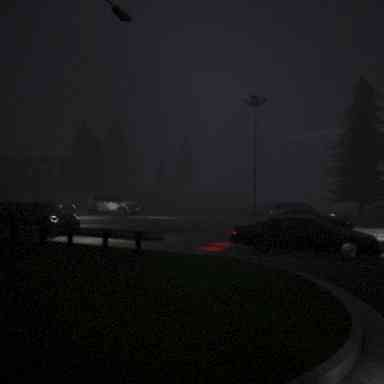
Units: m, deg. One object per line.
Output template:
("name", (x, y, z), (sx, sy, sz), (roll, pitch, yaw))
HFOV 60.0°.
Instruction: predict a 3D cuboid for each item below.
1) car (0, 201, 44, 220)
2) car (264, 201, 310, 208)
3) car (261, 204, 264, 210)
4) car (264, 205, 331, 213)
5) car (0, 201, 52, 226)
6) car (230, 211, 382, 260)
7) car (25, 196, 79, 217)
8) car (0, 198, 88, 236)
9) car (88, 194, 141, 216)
("car", (-15.023, 1.520, 28.380), (4.181, 1.385, 1.994), (1, 0, 22))
("car", (7.623, 1.529, 22.848), (4.553, 1.767, 2.097), (1, 0, 22))
("car", (11.326, 1.851, 43.146), (5.357, 1.411, 2.033), (1, 0, -34))
("car", (6.881, 1.680, 19.367), (4.674, 1.442, 1.812), (0, 0, 22))
("car", (-12.545, 1.440, 23.576), (5.008, 1.535, 1.882), (0, 0, 22))
("car", (4.214, 1.646, 12.895), (5.357, 1.411, 2.033), (1, 0, 22))
("car", (-13.192, 1.341, 31.413), (4.553, 1.767, 2.097), (1, 0, 22))
("car", (-8.314, 1.336, 18.051), (4.553, 1.767, 2.097), (1, 0, 22))
("car", (-7.792, 1.276, 32.976), (5.566, 2.045, 2.150), (0, 0, 22))
